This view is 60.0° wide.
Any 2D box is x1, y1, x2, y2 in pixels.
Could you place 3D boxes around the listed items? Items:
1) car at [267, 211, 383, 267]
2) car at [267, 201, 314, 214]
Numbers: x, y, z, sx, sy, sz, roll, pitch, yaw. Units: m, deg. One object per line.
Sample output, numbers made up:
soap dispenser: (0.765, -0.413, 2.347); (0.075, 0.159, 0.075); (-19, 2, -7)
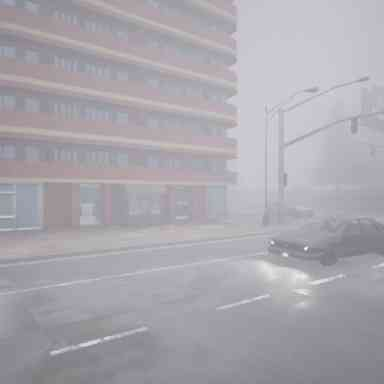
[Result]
car: (5.160, 1.547, 11.604); (5.357, 1.411, 2.033); (0, 0, -31)
car: (8.570, 1.526, 29.519); (1.812, 1.442, 4.674); (0, 0, -35)
